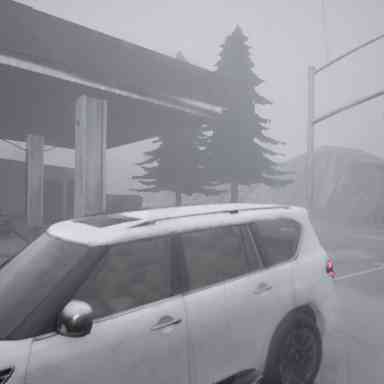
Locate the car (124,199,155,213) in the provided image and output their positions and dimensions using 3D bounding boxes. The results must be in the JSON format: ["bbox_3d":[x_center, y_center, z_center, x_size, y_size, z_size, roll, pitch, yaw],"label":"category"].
[{"bbox_3d":[-6.467,1.650,40.267,1.812,1.442,4.674,1,0,-35],"label":"car"}]

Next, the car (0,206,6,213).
[{"bbox_3d":[-11.544,1.522,18.557,2.242,1.667,4.611,1,0,-36],"label":"car"}]

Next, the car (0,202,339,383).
[{"bbox_3d":[-0.718,1.247,3.529,5.566,2.045,2.150,-3,1,-36],"label":"car"}]

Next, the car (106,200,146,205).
[{"bbox_3d":[-4.413,1.446,18.345,1.905,1.878,3.866,1,0,-36],"label":"car"}]

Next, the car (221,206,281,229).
[{"bbox_3d":[4.307,1.814,24.936,1.994,1.385,4.181,1,0,-35],"label":"car"}]

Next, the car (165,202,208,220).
[{"bbox_3d":[-0.606,1.718,31.937,1.812,1.442,4.674,1,0,-35],"label":"car"}]
